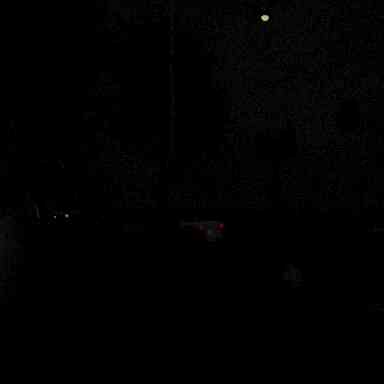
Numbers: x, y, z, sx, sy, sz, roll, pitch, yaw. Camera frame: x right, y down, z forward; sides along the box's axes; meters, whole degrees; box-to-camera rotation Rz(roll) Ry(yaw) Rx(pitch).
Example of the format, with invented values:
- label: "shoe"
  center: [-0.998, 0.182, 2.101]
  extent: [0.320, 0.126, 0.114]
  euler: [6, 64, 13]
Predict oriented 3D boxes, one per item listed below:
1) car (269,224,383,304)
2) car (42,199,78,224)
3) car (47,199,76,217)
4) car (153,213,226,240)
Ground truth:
- label: "car"
  center: [3.923, 1.496, 7.089]
  extent: [1.882, 1.535, 5.008]
  euler: [0, -1, -35]
- label: "car"
  center: [-12.154, 1.727, 30.463]
  extent: [2.150, 2.045, 5.566]
  euler: [0, -1, -34]
- label: "car"
  center: [-16.643, 1.962, 42.178]
  extent: [2.150, 2.045, 5.566]
  euler: [0, -1, -35]
- label: "car"
  center: [-0.315, 1.789, 18.448]
  extent: [1.895, 1.301, 4.718]
  euler: [0, -1, -35]
